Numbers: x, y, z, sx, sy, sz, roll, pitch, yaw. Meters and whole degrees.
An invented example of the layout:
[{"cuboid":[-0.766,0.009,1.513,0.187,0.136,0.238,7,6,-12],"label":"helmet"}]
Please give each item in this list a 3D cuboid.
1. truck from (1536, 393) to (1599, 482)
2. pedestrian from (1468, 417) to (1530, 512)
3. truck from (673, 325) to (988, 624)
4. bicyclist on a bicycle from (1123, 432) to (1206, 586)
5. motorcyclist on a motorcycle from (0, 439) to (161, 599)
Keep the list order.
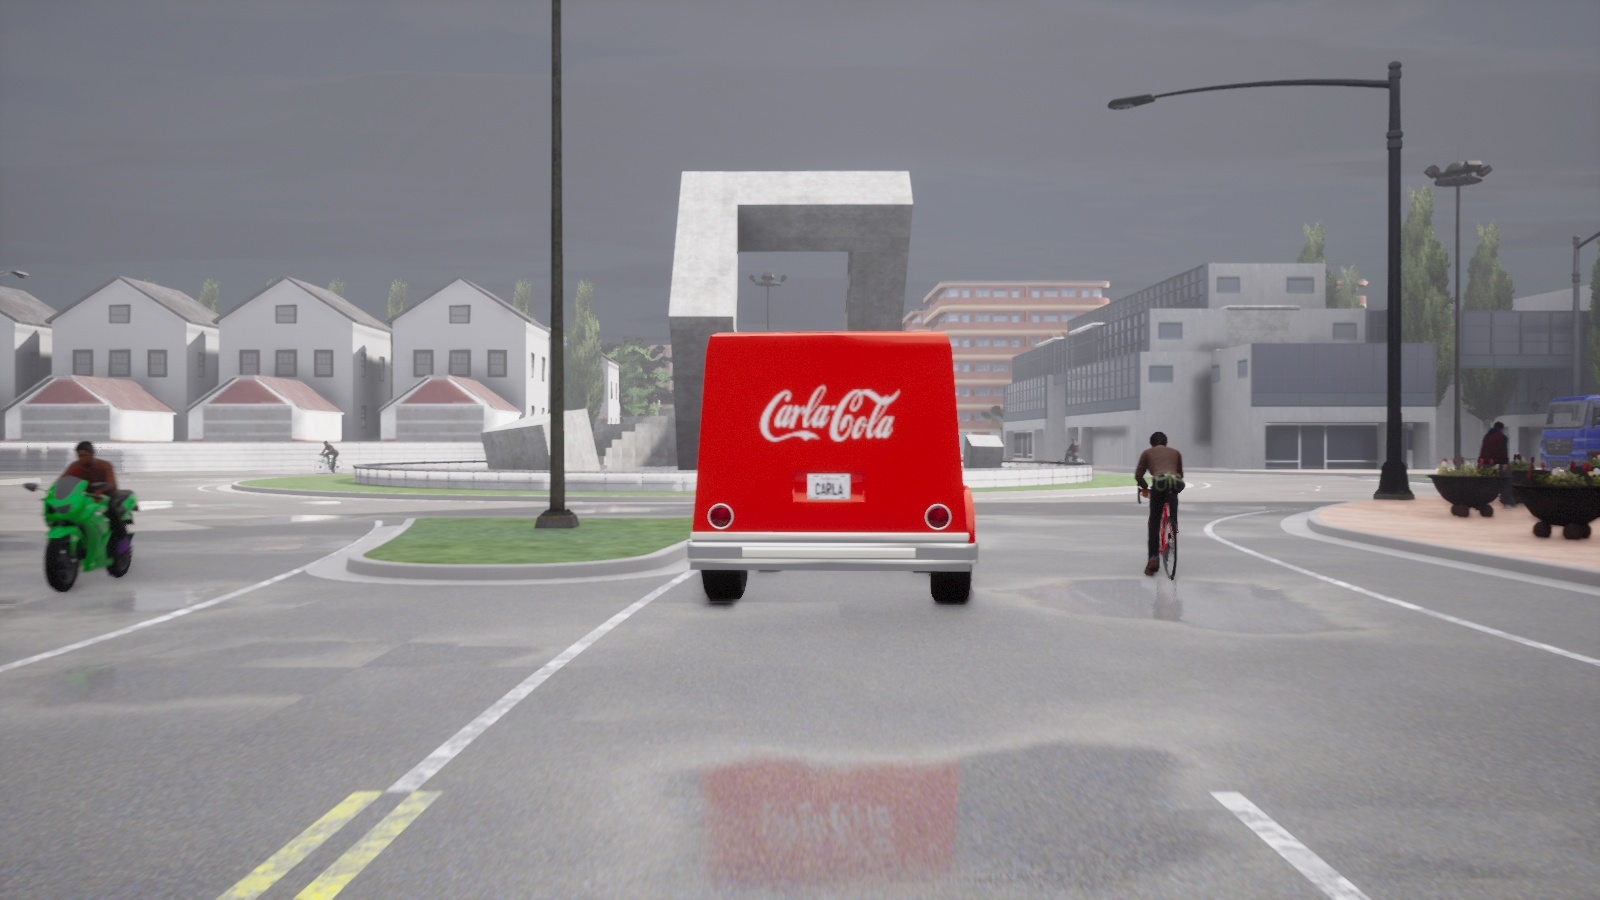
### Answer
[{"cuboid":[34.096,-0.488,49.916,7.936,3.462,2.891,0,0,2],"label":"truck"},{"cuboid":[13.814,0.273,24.821,0.899,1.844,0.634,0,0,-21],"label":"pedestrian"},{"cuboid":[0.445,0.187,13.057,2.627,2.467,5.204,0,0,4],"label":"truck"},{"cuboid":[4.065,0.623,14.104,0.582,1.620,1.656,0,0,5],"label":"bicyclist on a bicycle"},{"cuboid":[-7.444,0.649,13.043,0.797,1.523,2.044,0,0,-8],"label":"motorcyclist on a motorcycle"}]
